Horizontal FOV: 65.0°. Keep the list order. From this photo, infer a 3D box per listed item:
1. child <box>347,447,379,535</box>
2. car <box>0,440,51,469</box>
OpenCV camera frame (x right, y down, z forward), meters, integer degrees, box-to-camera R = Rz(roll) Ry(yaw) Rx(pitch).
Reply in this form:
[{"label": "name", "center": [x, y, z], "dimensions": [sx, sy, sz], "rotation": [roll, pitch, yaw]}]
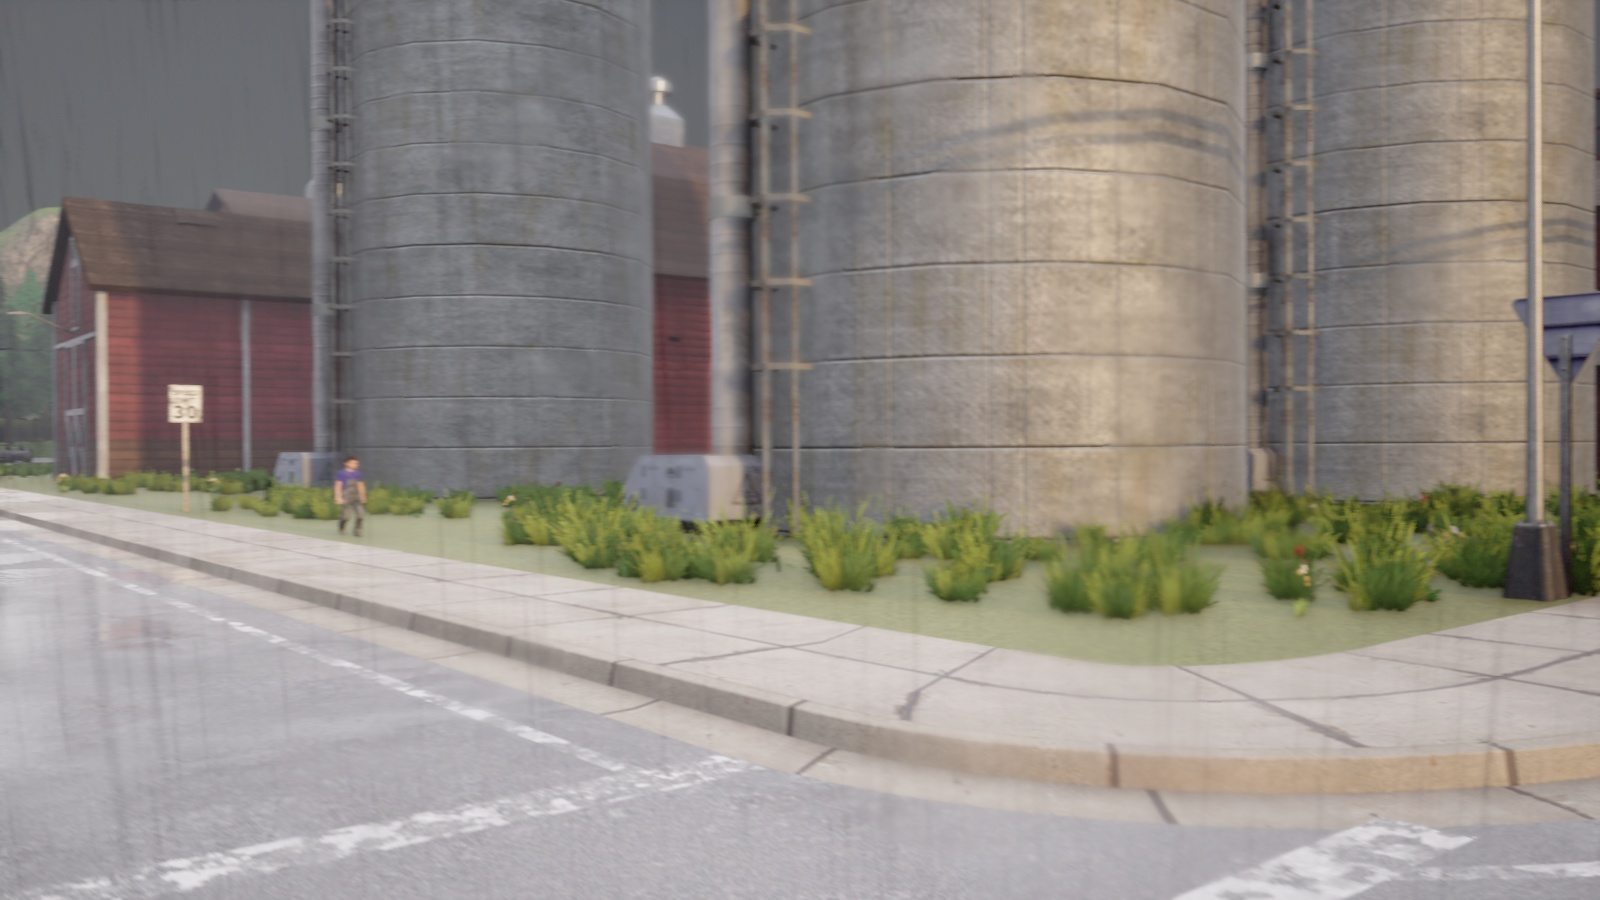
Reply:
[{"label": "child", "center": [-6.408, 0.595, 18.402], "dimensions": [0.270, 1.263, 0.437], "rotation": [-1, 0, -44]}, {"label": "car", "center": [-51.782, 0.268, 82.066], "dimensions": [4.605, 1.855, 1.932], "rotation": [-1, 0, -38]}]
